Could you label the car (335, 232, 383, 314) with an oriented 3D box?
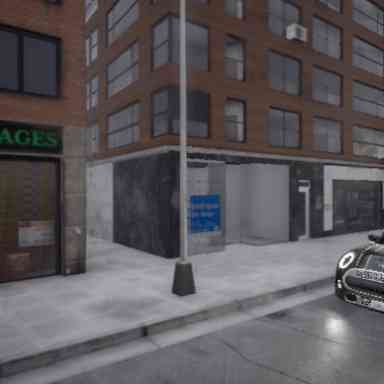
[{"bbox_3d":[5.011,1.332,6.951,4.553,1.767,2.097,0,0,-35],"label":"car"}]
